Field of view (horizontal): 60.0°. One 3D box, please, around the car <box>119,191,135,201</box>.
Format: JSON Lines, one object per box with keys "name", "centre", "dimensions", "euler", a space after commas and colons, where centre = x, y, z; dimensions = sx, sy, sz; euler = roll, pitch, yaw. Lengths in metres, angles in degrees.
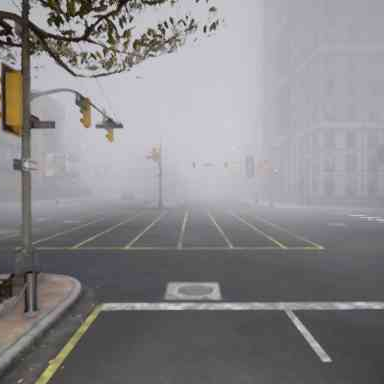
{"name": "car", "centre": [-11.427, 0.701, 58.308], "dimensions": [2.097, 1.767, 4.553], "euler": [0, 1, 1]}
